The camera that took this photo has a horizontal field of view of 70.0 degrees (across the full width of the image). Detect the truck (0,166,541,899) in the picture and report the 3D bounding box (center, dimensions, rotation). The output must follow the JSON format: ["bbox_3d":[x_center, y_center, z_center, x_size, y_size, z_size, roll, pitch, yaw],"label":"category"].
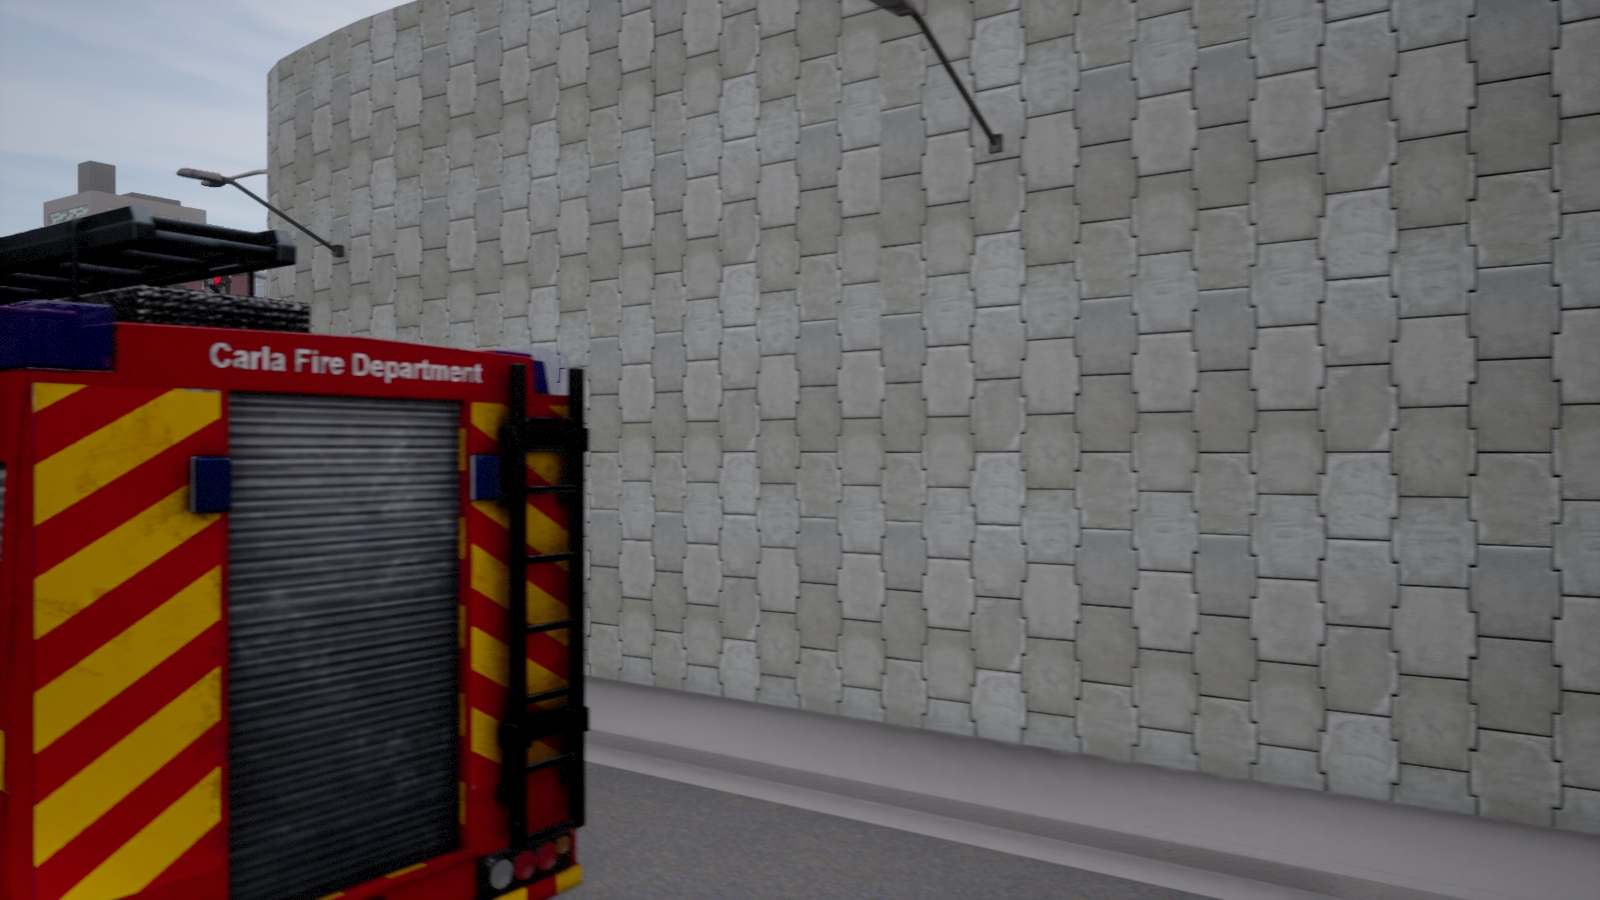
[{"bbox_3d":[-5.712,0.893,7.446,8.468,3.827,2.891,0,0,35],"label":"truck"}]
